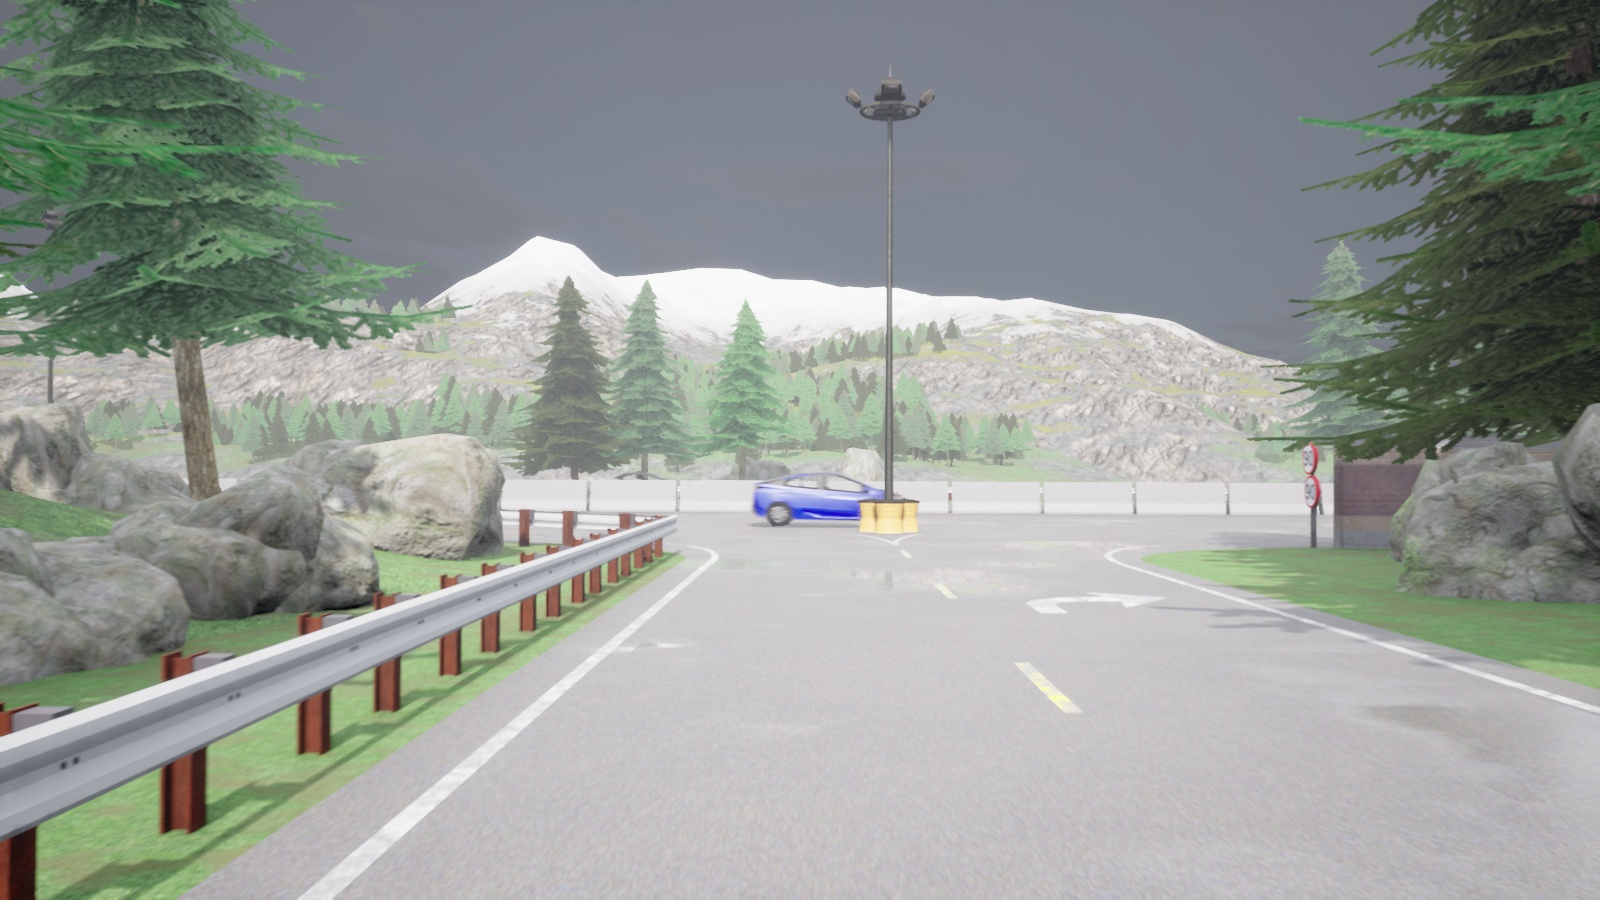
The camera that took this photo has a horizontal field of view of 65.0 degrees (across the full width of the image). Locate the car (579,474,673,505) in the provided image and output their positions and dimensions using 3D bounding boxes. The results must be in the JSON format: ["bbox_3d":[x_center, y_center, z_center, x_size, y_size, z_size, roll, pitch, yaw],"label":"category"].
[{"bbox_3d":[-8.344,1.877,60.388,4.193,1.474,1.816,0,-1,2],"label":"car"}]

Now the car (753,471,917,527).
[{"bbox_3d":[0.991,1.357,35.549,4.514,1.525,2.007,0,-1,2],"label":"car"}]
